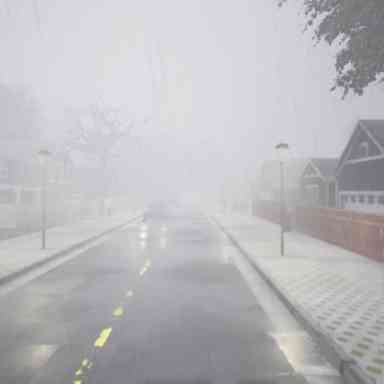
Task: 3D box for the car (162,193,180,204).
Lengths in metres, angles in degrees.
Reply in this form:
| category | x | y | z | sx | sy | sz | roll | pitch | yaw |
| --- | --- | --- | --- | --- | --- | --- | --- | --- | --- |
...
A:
| category | x | y | z | sx | sy | sz | roll | pitch | yaw |
| --- | --- | --- | --- | --- | --- | --- | --- | --- | --- |
| car | -2.787 | 0.969 | 44.959 | 2.150 | 2.045 | 5.566 | 0 | 0 | 0 |

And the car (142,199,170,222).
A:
| category | x | y | z | sx | sy | sz | roll | pitch | yaw |
| --- | --- | --- | --- | --- | --- | --- | --- | --- | --- |
| car | -2.789 | 1.554 | 26.804 | 1.837 | 1.490 | 4.892 | 0 | -1 | 0 |
